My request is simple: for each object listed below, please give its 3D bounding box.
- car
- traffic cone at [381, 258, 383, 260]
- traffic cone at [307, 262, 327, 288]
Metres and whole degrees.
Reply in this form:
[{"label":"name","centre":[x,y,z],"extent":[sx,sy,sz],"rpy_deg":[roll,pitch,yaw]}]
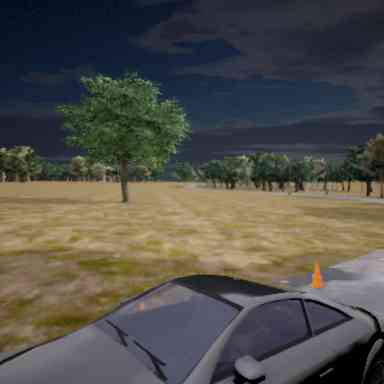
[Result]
[{"label":"car","centre":[0.165,1.571,3.147],"extent":[4.181,1.385,1.994],"rpy_deg":[1,0,-38]},{"label":"traffic cone","centre":[6.670,2.013,11.333],"extent":[0.340,0.580,0.340],"rpy_deg":[0,0,-43]},{"label":"traffic cone","centre":[3.041,1.990,8.089],"extent":[0.340,0.580,0.340],"rpy_deg":[0,0,-40]}]
